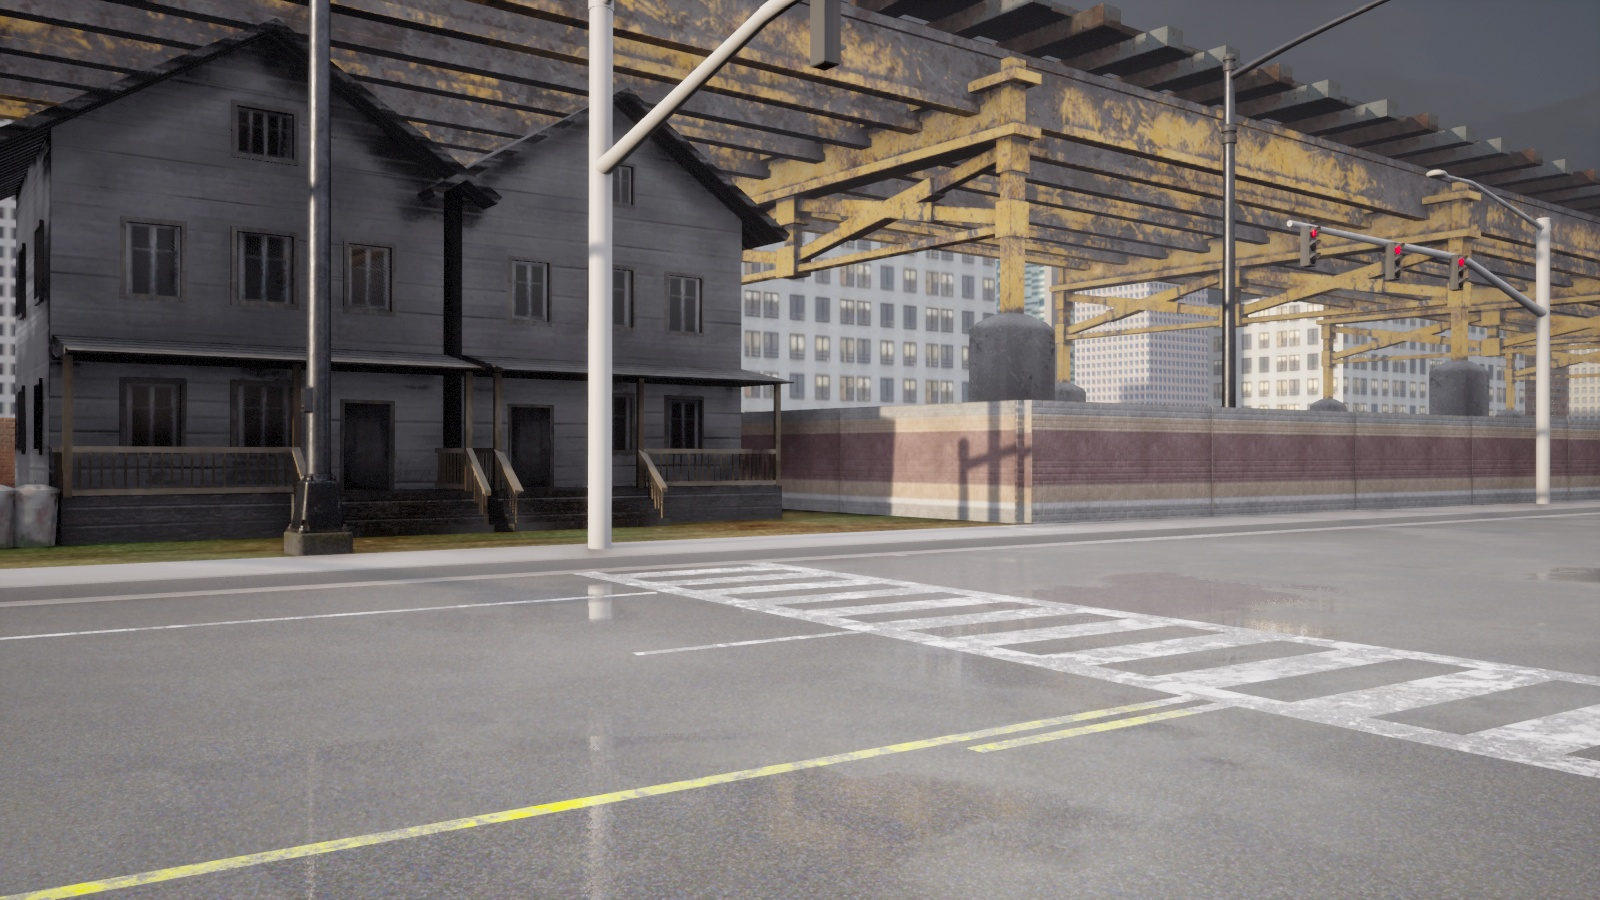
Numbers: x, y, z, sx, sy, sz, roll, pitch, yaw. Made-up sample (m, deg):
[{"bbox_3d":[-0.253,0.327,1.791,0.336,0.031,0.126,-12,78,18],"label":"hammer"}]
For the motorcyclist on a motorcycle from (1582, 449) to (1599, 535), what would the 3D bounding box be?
[{"bbox_3d":[15.137,0.751,22.847,2.044,1.523,0.797,0,0,-35],"label":"motorcyclist on a motorcycle"}]
